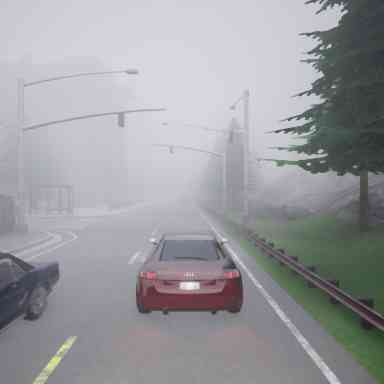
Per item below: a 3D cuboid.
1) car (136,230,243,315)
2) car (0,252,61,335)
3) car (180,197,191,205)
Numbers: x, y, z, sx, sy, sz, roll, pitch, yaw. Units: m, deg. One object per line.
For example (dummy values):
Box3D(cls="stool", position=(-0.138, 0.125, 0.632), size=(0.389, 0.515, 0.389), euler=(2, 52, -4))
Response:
Box3D(cls="car", position=(-0.072, 1.564, 7.657), size=(1.994, 1.385, 4.181), euler=(0, 0, -1))
Box3D(cls="car", position=(-3.594, 1.601, 4.528), size=(1.895, 1.301, 4.718), euler=(0, 0, 0))
Box3D(cls="car", position=(-1.183, 1.562, 59.880), size=(1.994, 1.385, 4.181), euler=(0, 0, -1))
